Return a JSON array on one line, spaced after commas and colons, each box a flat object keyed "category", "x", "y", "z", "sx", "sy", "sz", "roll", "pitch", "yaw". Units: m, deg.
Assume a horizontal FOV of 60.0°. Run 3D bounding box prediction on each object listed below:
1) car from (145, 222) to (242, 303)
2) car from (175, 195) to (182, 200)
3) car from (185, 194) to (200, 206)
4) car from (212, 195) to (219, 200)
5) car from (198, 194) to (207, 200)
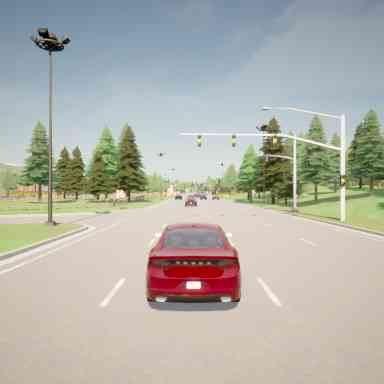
[{"category": "car", "x": 0.040, "y": 1.478, "z": 8.294, "sx": 1.882, "sy": 1.535, "sz": 5.008, "roll": 0, "pitch": 0, "yaw": 0}, {"category": "car", "x": -3.769, "y": 1.478, "z": 94.333, "sx": 1.882, "sy": 1.535, "sz": 5.008, "roll": 0, "pitch": 0, "yaw": 0}, {"category": "car", "x": -0.150, "y": 1.525, "z": 52.897, "sx": 1.812, "sy": 1.442, "sz": 4.674, "roll": 0, "pitch": 0, "yaw": 0}, {"category": "car", "x": 6.731, "y": 1.525, "z": 94.363, "sx": 2.128, "sy": 1.511, "sz": 4.902, "roll": 0, "pitch": 0, "yaw": 0}, {"category": "car", "x": 3.231, "y": 1.524, "z": 94.353, "sx": 1.812, "sy": 1.442, "sz": 4.674, "roll": 0, "pitch": 0, "yaw": 0}]
